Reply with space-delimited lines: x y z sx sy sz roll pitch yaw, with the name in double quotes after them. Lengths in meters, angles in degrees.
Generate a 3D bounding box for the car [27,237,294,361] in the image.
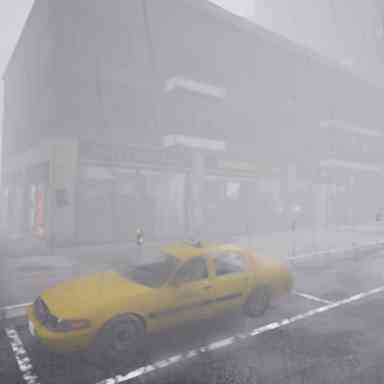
-0.214 1.536 5.921 4.829 1.417 1.752 0 2 -35 "car"
